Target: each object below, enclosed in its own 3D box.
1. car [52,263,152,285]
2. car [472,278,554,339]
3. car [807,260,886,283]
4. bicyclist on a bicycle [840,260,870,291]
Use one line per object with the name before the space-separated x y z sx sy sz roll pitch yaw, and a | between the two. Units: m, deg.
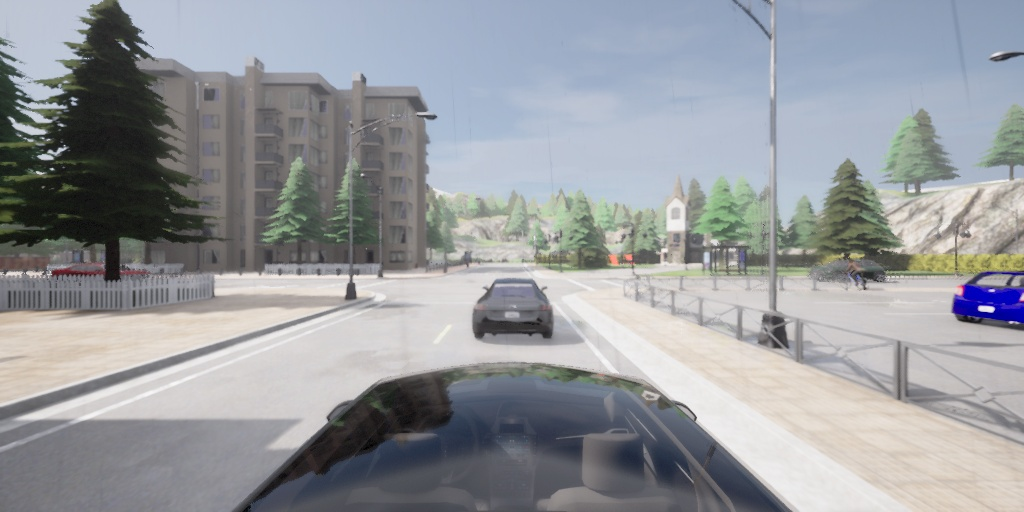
car | -25.705 1.194 22.617 5.008 1.535 1.882 0 0 -1
car | 0.070 1.294 10.059 1.994 1.385 4.181 0 0 2
car | 24.904 1.058 26.818 4.553 1.767 2.097 0 0 0
bicyclist on a bicycle | 18.390 1.024 19.274 0.582 1.620 1.656 0 0 -1
